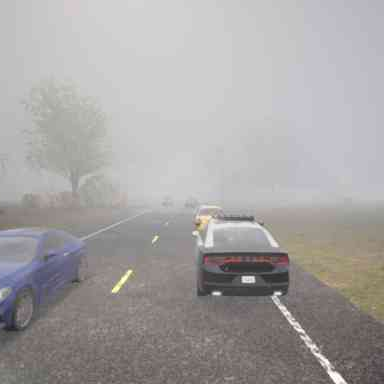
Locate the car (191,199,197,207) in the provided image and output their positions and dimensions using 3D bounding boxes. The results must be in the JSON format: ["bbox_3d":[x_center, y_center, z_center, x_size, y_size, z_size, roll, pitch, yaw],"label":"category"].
[{"bbox_3d":[1.043,1.514,24.654,1.812,1.442,4.674,0,0,0],"label":"car"}]

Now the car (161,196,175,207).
[{"bbox_3d":[-3.609,1.455,50.905,1.837,1.490,4.892,0,0,0],"label":"car"}]

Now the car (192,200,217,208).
[{"bbox_3d":[1.045,1.448,18.843,1.801,1.575,5.366,0,0,0],"label":"car"}]

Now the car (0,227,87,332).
[{"bbox_3d":[-3.602,1.524,6.933,1.812,1.442,4.674,0,0,0],"label":"car"}]

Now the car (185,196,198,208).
[{"bbox_3d":[0.021,1.521,46.613,1.994,1.385,4.181,0,0,1],"label":"car"}]

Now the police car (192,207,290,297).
[{"bbox_3d":[1.048,1.423,8.763,1.930,1.638,5.238,0,0,0],"label":"police car"}]

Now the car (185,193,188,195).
[{"bbox_3d":[-0.005,1.436,60.280,1.837,1.490,4.892,0,0,0],"label":"car"}]
